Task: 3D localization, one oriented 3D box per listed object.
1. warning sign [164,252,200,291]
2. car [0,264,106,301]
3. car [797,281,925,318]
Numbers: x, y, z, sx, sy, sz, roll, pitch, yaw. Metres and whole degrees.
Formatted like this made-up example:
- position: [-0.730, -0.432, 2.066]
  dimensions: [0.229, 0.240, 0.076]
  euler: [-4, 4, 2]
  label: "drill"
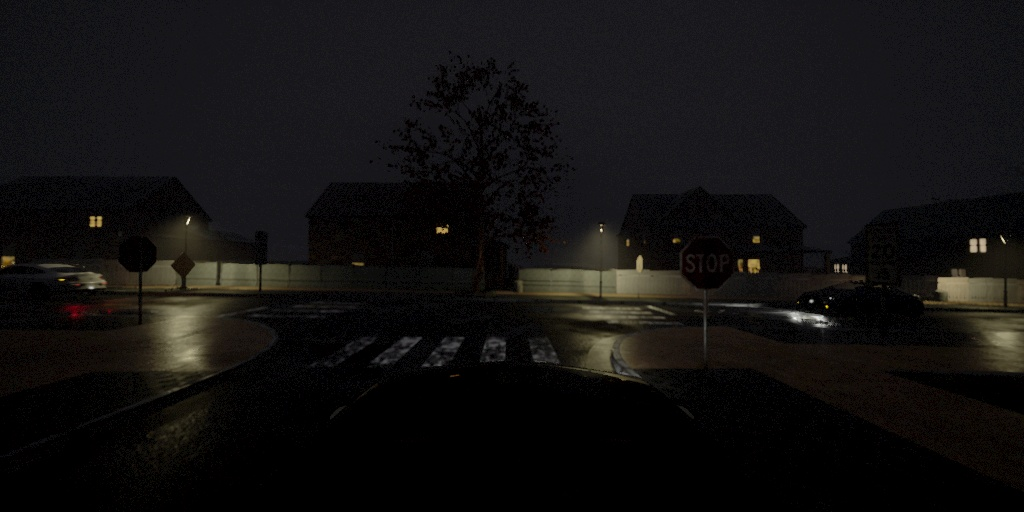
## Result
- position: [-15.929, 0.728, 17.354]
  dimensions: [1.060, 1.860, 1.300]
  euler: [0, 0, -1]
  label: "warning sign"
- position: [-19.830, 1.035, 14.914]
  dimensions: [4.674, 1.442, 1.812]
  euler: [1, -1, -1]
  label: "car"
- position: [14.755, 1.795, 15.312]
  dimensions: [4.181, 1.385, 1.994]
  euler: [1, -1, -1]
  label: "car"
